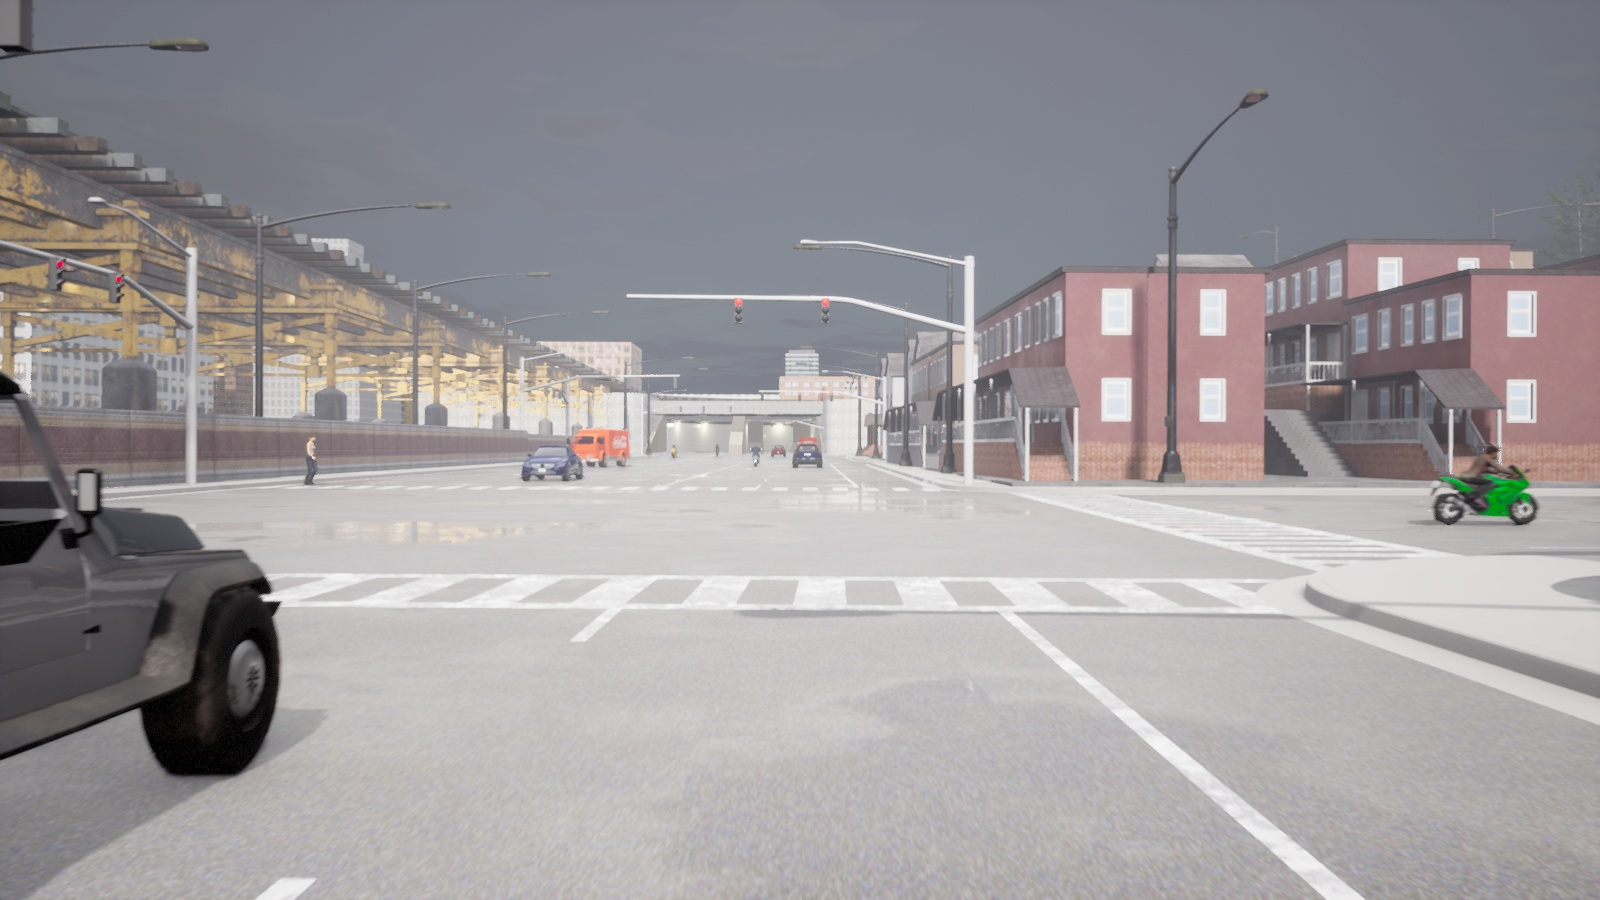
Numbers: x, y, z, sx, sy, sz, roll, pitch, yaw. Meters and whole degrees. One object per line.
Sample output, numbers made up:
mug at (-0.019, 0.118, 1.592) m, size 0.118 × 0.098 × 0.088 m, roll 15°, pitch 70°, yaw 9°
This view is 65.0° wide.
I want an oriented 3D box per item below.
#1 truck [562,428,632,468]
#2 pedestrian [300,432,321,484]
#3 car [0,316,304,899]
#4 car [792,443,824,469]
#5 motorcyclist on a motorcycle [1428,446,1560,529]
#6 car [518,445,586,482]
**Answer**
truck at (-13.053, -0.125, 81.161) m, size 2.627 × 2.467 × 5.204 m, roll 0°, pitch 0°, yaw 14°
pedestrian at (-17.309, 0.291, 44.401) m, size 0.594 × 1.836 × 0.345 m, roll 0°, pitch 0°, yaw 9°
car at (-3.462, 0.511, 4.363) m, size 1.905 × 1.878 × 3.866 m, roll 0°, pitch 0°, yaw 1°
car at (0.495, 0.352, 82.615) m, size 2.033 × 1.649 × 4.856 m, roll 0°, pitch 0°, yaw 0°
motorcyclist on a motorcycle at (13.083, 0.700, 23.726) m, size 2.044 × 1.523 × 0.797 m, roll 0°, pitch 0°, yaw 1°
car at (-10.124, 0.520, 51.584) m, size 1.812 × 1.442 × 4.674 m, roll 0°, pitch 0°, yaw 0°
